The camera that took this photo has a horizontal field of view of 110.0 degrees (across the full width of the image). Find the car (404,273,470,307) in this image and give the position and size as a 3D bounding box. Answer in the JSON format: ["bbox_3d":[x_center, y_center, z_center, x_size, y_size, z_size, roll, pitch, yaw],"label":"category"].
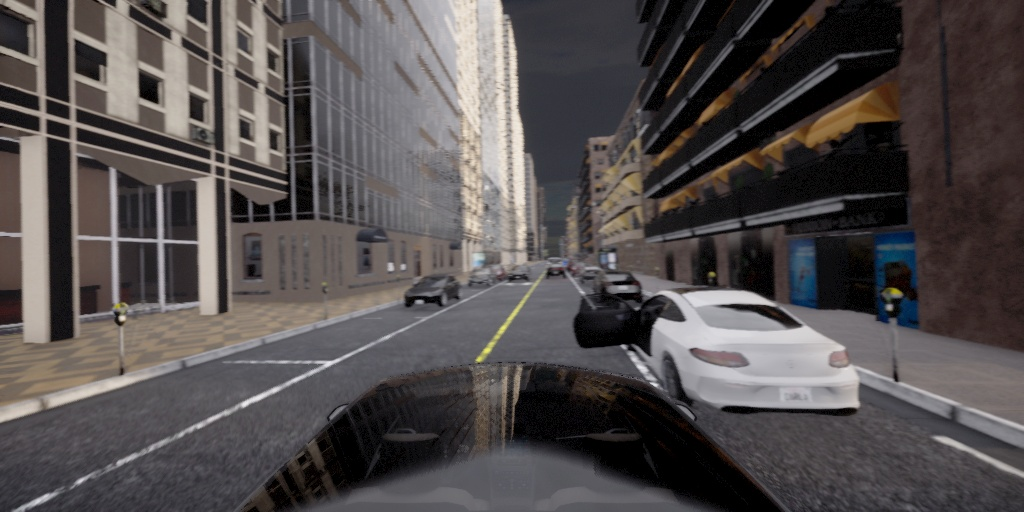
[{"bbox_3d":[-3.632,1.581,17.289,1.948,1.339,4.313,0,0,7],"label":"car"}]

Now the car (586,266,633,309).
[{"bbox_3d":[4.685,1.307,16.293,1.948,1.339,4.313,0,0,7],"label":"car"}]

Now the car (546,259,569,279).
[{"bbox_3d":[4.411,1.424,36.083,1.882,1.535,5.008,-2,-1,7],"label":"car"}]

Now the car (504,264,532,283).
[{"bbox_3d":[0.742,1.527,32.122,1.837,1.490,4.892,-2,0,7],"label":"car"}]

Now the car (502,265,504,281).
[{"bbox_3d":[-1.614,1.558,34.114,1.967,1.591,4.097,0,0,7],"label":"car"}]

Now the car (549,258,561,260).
[{"bbox_3d":[5.824,1.252,48.560,2.150,2.045,5.566,-2,0,7],"label":"car"}]

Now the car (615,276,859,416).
[{"bbox_3d":[3.066,1.217,5.829,1.812,1.442,4.674,-2,-1,7],"label":"car"}]

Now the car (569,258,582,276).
[{"bbox_3d":[7.375,1.319,38.725,1.967,1.591,4.097,0,0,7],"label":"car"}]

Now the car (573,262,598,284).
[{"bbox_3d":[6.030,1.360,27.510,2.007,1.370,4.403,0,0,7],"label":"car"}]

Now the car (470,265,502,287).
[{"bbox_3d":[-2.286,1.634,28.505,2.007,1.370,4.403,0,0,7],"label":"car"}]
